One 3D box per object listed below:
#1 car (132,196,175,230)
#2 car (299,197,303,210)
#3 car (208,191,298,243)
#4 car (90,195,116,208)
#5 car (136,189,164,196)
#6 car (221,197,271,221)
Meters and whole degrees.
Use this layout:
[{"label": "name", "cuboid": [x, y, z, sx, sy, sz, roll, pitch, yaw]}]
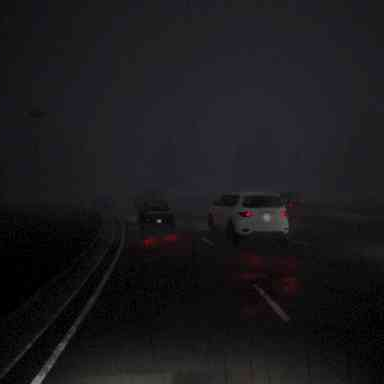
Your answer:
[{"label": "car", "cuboid": [-2.193, 1.238, 19.195, 2.128, 1.511, 4.902, -1, 1, -13]}, {"label": "car", "cuboid": [8.643, 0.812, 32.188, 2.097, 1.767, 4.553, -1, 1, -19]}, {"label": "car", "cuboid": [2.293, 0.984, 14.951, 2.150, 2.045, 5.566, 0, 1, -10]}, {"label": "car", "cuboid": [-10.725, 1.100, 39.963, 1.994, 1.385, 4.181, -1, 1, -37]}, {"label": "car", "cuboid": [-4.954, 0.730, 37.819, 2.150, 2.045, 5.566, 0, 0, -30]}, {"label": "car", "cuboid": [3.794, 1.144, 24.268, 1.812, 1.442, 4.674, -1, 1, -15]}]
